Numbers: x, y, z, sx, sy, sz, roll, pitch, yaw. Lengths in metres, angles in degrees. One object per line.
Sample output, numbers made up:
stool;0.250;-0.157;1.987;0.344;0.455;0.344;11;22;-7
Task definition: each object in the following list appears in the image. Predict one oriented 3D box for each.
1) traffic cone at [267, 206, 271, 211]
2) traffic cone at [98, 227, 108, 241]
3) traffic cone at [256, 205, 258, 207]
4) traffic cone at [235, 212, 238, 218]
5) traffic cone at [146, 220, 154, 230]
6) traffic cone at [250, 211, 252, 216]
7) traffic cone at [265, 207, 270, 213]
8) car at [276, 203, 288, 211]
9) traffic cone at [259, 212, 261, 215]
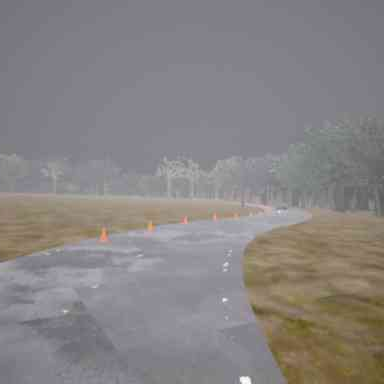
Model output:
traffic cone;11.921;2.828;51.578;0.340;0.580;0.340;2;-1;17
traffic cone;-3.936;1.872;14.822;0.340;0.580;0.340;2;0;13
traffic cone;15.763;3.227;80.356;0.340;0.580;0.340;2;0;-1
traffic cone;4.493;2.350;33.660;0.340;0.580;0.340;2;-1;29
traffic cone;-2.492;1.963;19.927;0.340;0.580;0.340;2;-1;19
traffic cone;6.698;2.480;37.988;0.340;0.580;0.340;2;-1;26
traffic cone;10.417;2.719;46.959;0.340;0.580;0.340;2;-1;20
car;16.431;2.690;60.962;2.033;1.411;5.357;2;-1;11
traffic cone;8.674;2.603;42.425;0.340;0.580;0.340;2;-1;23
